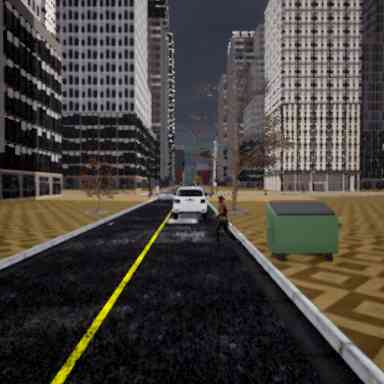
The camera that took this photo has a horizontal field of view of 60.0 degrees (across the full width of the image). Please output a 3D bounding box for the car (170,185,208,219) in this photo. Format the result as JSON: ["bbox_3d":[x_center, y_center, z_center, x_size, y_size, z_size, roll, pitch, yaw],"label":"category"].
[{"bbox_3d":[-0.101,0.649,22.897,2.150,2.045,5.566,0,2,0],"label":"car"}]

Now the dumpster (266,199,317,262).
[{"bbox_3d":[3.075,1.129,10.513,1.020,1.700,1.940,0,1,0],"label":"dumpster"}]

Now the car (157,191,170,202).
[{"bbox_3d":[-3.322,0.536,42.484,1.895,1.301,4.718,0,1,0],"label":"car"}]

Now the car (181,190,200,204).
[{"bbox_3d":[-0.150,0.567,39.087,2.033,1.411,5.357,0,1,0],"label":"car"}]

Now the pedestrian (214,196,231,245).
[{"bbox_3d":[1.102,0.992,11.921,0.375,1.860,0.375,0,1,-1],"label":"pedestrian"}]

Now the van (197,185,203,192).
[{"bbox_3d":[2.175,-0.949,91.007,1.690,1.788,3.998,0,1,0],"label":"van"}]
